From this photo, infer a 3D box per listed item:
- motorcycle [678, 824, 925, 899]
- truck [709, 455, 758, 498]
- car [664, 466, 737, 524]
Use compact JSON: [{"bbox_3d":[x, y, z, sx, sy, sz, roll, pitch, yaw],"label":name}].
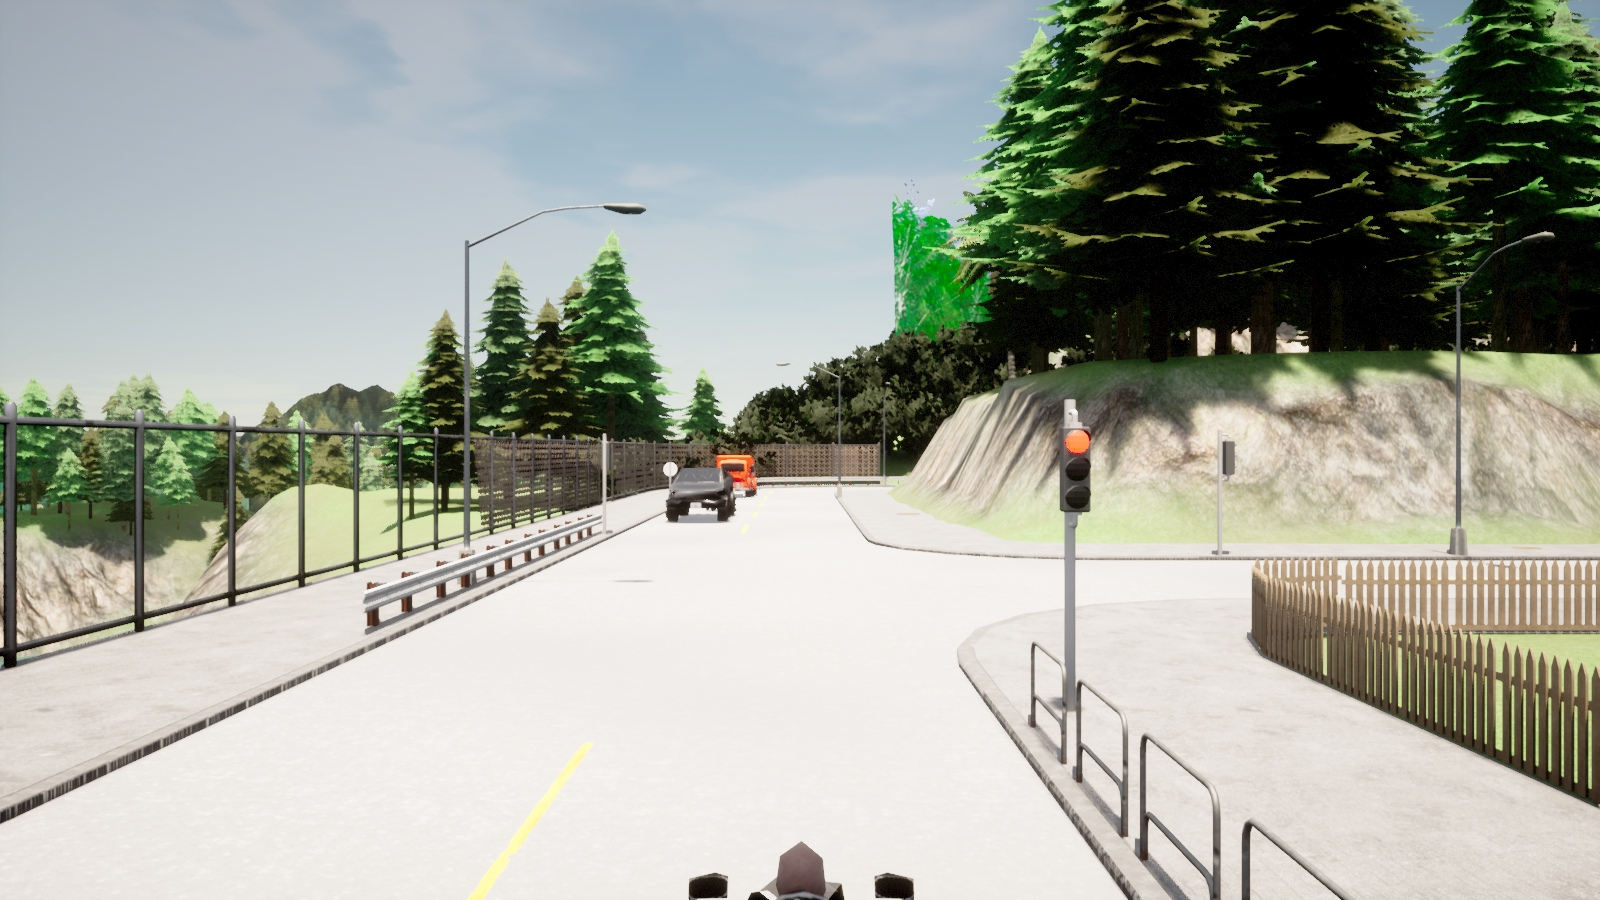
[{"bbox_3d":[0.004,2.205,3.723,0.867,1.251,2.209,0,0,0],"label":"motorcycle"},{"bbox_3d":[-3.936,1.580,68.765,2.627,2.467,5.204,0,-1,0],"label":"truck"},{"bbox_3d":[-3.949,1.753,46.485,2.390,2.098,6.274,0,0,0],"label":"car"}]
